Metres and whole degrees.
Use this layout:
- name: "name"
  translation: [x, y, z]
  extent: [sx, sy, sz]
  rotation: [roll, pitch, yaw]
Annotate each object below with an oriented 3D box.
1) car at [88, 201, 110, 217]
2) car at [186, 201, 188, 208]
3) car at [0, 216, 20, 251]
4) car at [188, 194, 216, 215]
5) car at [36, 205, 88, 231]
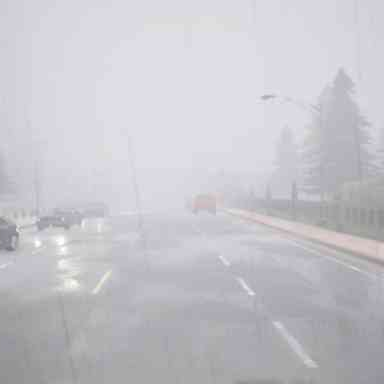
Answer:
- name: "car"
  translation: [-9.370, 1.662, 32.759]
  extent: [1.837, 1.490, 4.892]
  rotation: [-1, 0, -4]
- name: "car"
  translation: [0.209, 1.631, 46.978]
  extent: [1.895, 1.301, 4.718]
  rotation: [-1, 0, -4]
- name: "car"
  translation: [-7.895, 1.625, 11.862]
  extent: [1.837, 1.490, 4.892]
  rotation: [-1, 0, -4]
- name: "car"
  translation: [1.143, 1.230, 34.338]
  extent: [2.150, 2.045, 5.566]
  rotation: [-1, 0, -4]
- name: "car"
  translation: [-8.636, 1.739, 22.143]
  extent: [1.895, 1.301, 4.718]
  rotation: [-1, 0, -4]
